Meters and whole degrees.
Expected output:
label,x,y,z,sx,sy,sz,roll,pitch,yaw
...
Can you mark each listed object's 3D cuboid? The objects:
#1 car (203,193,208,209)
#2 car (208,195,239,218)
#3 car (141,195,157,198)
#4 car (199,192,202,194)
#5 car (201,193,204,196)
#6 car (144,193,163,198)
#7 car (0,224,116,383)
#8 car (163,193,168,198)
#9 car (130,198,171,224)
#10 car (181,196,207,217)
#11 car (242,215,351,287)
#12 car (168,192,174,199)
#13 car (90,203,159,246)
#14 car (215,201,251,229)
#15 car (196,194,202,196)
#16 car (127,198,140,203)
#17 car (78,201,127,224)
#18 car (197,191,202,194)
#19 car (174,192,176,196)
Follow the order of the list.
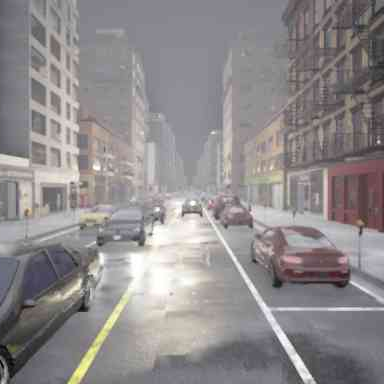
label,x,y,z,sx,sy,sz,roll,pitch,yaw
car,2.633,1.163,37.203,1.967,1.590,4.097,0,0,0
car,2.634,1.126,25.840,2.192,1.841,5.009,0,0,0
car,-5.392,1.289,37.197,1.947,1.339,4.313,0,0,0
car,2.629,1.114,59.928,1.947,1.339,4.313,0,0,0
car,2.631,1.186,48.565,2.008,1.369,4.403,0,0,0
car,-5.393,0.994,42.877,2.192,1.841,5.009,0,0,0
car,-2.808,1.512,4.874,2.033,1.411,5.357,0,0,0
car,-5.395,1.032,54.241,1.967,1.590,4.097,0,0,0
car,-2.789,1.394,23.280,1.994,1.385,4.181,0,0,0
car,0.013,1.336,28.697,2.033,1.411,5.357,0,0,0
car,2.637,1.519,8.797,1.802,1.307,4.206,0,0,0
car,-5.398,1.041,71.287,1.802,1.307,4.206,0,0,0
car,-2.770,1.420,14.740,1.812,1.442,4.674,0,0,0
car,2.635,1.436,20.160,1.802,1.307,4.206,0,0,0
car,0.058,1.263,45.041,1.895,1.301,4.718,0,0,0
car,-5.391,1.376,25.835,1.947,1.339,4.313,0,0,0
car,-5.390,1.381,19.983,1.752,1.417,4.829,0,0,0
car,2.628,0.983,71.460,1.752,1.417,4.829,0,0,0
car,-5.398,0.965,76.969,2.008,1.369,4.403,0,0,0
